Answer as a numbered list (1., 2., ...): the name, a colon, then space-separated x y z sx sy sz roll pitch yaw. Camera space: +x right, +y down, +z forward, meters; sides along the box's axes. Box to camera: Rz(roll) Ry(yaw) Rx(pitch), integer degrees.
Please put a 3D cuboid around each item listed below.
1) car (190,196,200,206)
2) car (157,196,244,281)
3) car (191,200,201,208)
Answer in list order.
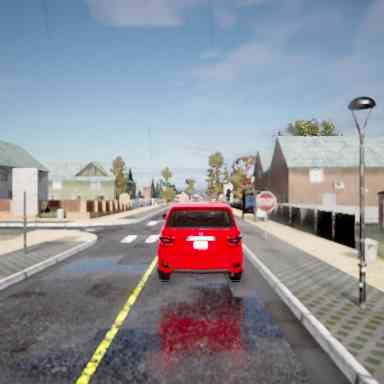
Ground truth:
1. car: 0.753 2.020 73.894 2.150 2.045 5.566 0 -1 1
2. car: 0.220 1.292 10.210 2.150 2.045 5.566 0 0 0
3. car: 0.717 2.120 60.097 1.812 1.442 4.674 0 -2 1
